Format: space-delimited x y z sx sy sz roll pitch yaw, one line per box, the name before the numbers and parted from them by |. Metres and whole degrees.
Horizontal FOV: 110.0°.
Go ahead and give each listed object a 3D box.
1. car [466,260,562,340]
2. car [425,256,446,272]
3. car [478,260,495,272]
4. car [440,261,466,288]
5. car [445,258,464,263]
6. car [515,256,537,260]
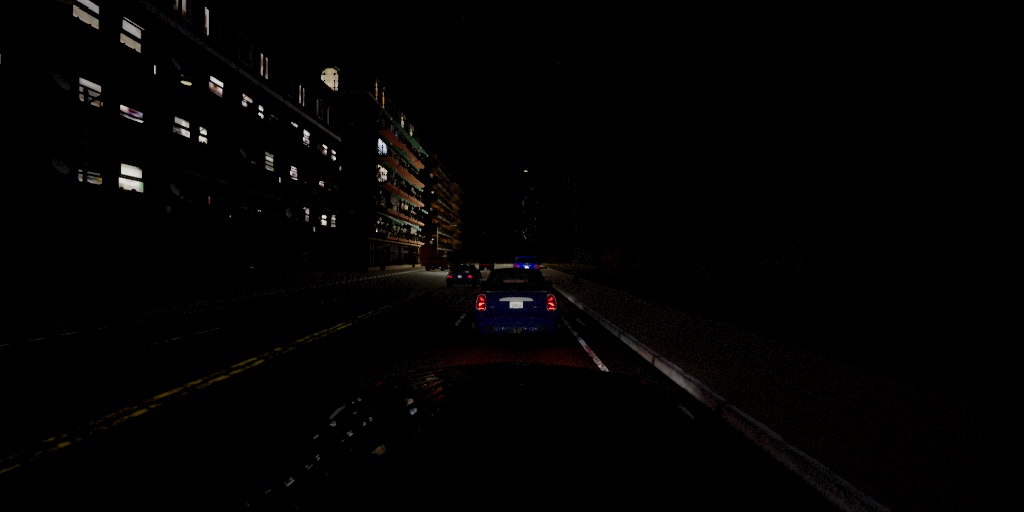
car | 0.100 1.103 10.083 2.097 1.767 4.553 0 0 0
car | -9.836 0.974 47.236 2.150 2.045 5.566 0 0 0
car | -3.138 1.253 44.963 1.837 1.490 4.892 0 -1 0
car | -3.137 1.301 24.117 2.033 1.411 5.357 0 0 0
car | -6.589 1.258 43.973 1.837 1.490 4.892 0 0 0
car | 1.145 0.979 30.037 2.150 2.045 5.566 0 0 0
